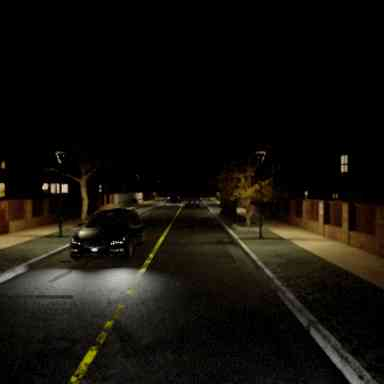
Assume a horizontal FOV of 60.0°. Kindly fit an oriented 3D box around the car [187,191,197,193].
[{"bbox_3d":[0.002,0.844,52.106,2.150,2.045,5.566,0,0,0],"label":"car"}]

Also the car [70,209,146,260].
[{"bbox_3d":[-2.849,1.415,12.147,1.837,1.490,4.892,0,0,0],"label":"car"}]

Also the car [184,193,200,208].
[{"bbox_3d":[0.054,1.243,41.703,2.033,1.411,5.357,0,0,0],"label":"car"}]

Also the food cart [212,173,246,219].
[{"bbox_3d":[3.049,0.256,28.634,2.280,3.560,4.660,1,2,0],"label":"food cart"}]

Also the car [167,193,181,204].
[{"bbox_3d":[-2.821,0.966,53.397,2.097,1.767,4.553,0,0,0],"label":"car"}]
